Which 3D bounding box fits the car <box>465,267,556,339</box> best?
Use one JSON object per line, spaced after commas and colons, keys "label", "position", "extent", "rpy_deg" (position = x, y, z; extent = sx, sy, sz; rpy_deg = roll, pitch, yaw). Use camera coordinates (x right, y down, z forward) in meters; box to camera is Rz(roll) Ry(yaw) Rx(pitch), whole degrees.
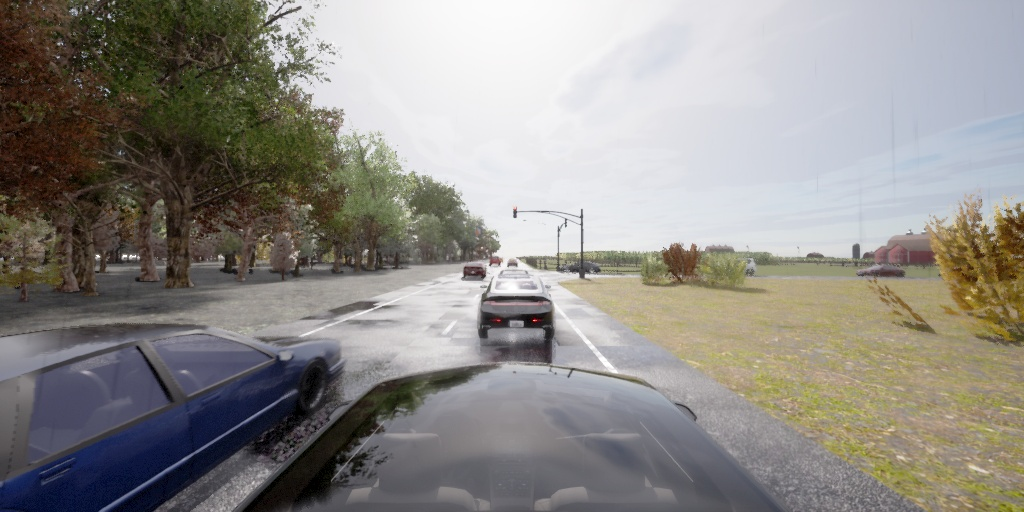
{"label": "car", "position": [0.106, 1.243, 10.102], "extent": [2.128, 1.511, 4.902], "rpy_deg": [0, 0, 0]}

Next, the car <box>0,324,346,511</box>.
{"label": "car", "position": [-3.400, 1.298, 2.891], "extent": [2.033, 1.411, 5.357], "rpy_deg": [0, 0, 0]}

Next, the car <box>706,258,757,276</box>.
{"label": "car", "position": [25.275, 1.298, 41.633], "extent": [5.566, 2.045, 2.150], "rpy_deg": [0, -1, 0]}

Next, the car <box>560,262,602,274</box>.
{"label": "car", "position": [8.200, 1.421, 42.937], "extent": [4.892, 1.490, 1.837], "rpy_deg": [1, 0, 17]}

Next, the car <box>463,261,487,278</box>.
{"label": "car", "position": [-3.383, 1.232, 33.457], "extent": [1.882, 1.535, 5.008], "rpy_deg": [0, 0, 0]}

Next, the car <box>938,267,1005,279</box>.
{"label": "car", "position": [48.608, 1.823, 37.899], "extent": [5.357, 1.411, 2.033], "rpy_deg": [1, -1, 1]}

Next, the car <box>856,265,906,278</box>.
{"label": "car", "position": [42.674, 1.796, 41.522], "extent": [4.674, 1.442, 1.812], "rpy_deg": [0, -1, 1]}

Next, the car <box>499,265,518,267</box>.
{"label": "car", "position": [0.111, 1.354, 19.223], "extent": [1.895, 1.301, 4.718], "rpy_deg": [0, 0, 0]}
